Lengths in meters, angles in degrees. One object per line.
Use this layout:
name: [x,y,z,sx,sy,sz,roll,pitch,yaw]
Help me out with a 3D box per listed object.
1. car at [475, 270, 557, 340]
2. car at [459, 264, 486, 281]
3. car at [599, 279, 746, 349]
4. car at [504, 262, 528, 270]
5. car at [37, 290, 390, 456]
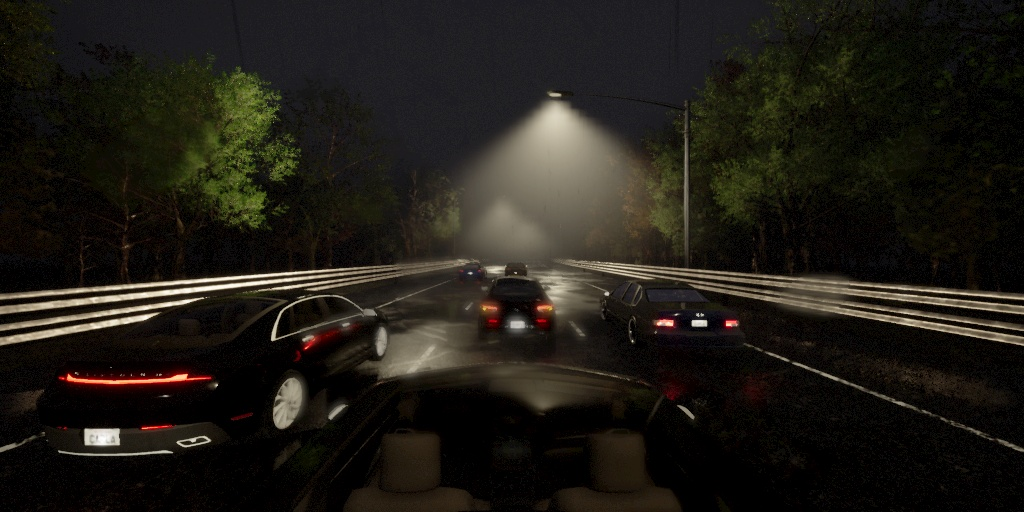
car: [0.128,1.275,9.814,1.812,1.442,4.674,0,0,0]
car: [-3.175,1.311,29.828,1.994,1.385,4.181,0,0,1]
car: [3.599,1.297,9.173,2.033,1.411,5.357,0,0,3]
car: [0.344,1.224,31.458,1.882,1.535,5.008,0,0,1]
car: [-3.388,1.255,5.395,1.837,1.490,4.892,0,0,0]
